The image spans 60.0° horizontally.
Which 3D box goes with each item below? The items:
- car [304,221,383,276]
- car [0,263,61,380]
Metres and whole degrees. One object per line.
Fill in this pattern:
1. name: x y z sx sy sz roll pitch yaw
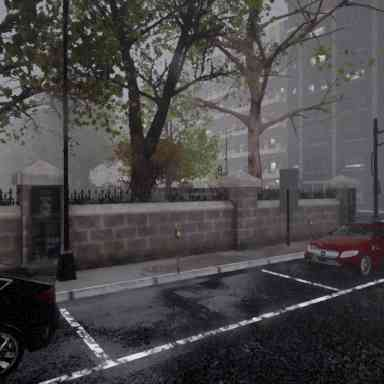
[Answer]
1. car: 5.251 1.581 10.206 4.206 1.307 1.802 0 0 -35
2. car: -3.822 1.566 3.864 4.313 1.339 1.947 0 0 -35
